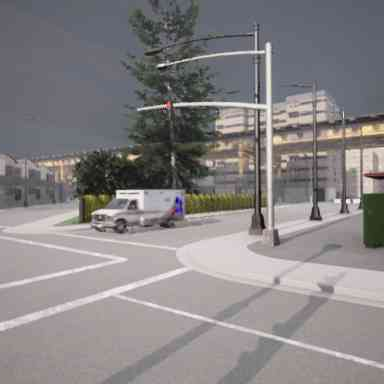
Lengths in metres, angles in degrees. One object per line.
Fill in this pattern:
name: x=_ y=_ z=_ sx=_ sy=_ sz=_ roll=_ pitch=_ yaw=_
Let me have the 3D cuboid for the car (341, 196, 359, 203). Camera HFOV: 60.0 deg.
car: x=33.765 y=1.575 z=71.003 sx=4.974 sy=1.542 sz=2.038 roll=0 pitch=0 yaw=-29

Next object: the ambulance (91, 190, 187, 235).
ambulance: x=-3.050 y=1.098 z=20.229 sx=2.351 sy=2.431 sz=6.366 roll=-1 pitch=0 yaw=36

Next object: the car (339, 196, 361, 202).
car: x=33.809 y=1.418 z=71.029 sx=4.536 sy=1.218 sz=1.853 roll=0 pitch=0 yaw=-29
